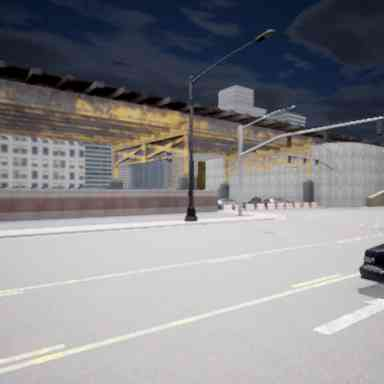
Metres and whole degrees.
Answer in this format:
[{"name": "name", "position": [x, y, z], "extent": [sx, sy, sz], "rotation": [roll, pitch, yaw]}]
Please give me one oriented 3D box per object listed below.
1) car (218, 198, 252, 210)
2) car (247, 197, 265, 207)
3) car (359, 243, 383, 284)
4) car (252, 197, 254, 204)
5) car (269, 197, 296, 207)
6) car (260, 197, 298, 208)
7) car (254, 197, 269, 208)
[{"name": "car", "position": [4.899, 1.330, 42.007], "extent": [4.536, 1.218, 1.853], "rotation": [0, 0, 8]}, {"name": "car", "position": [8.712, 1.335, 44.734], "extent": [1.853, 1.218, 4.536], "rotation": [0, 0, 18]}, {"name": "car", "position": [6.337, 1.559, 8.337], "extent": [5.357, 1.411, 2.033], "rotation": [0, 0, -35]}, {"name": "car", "position": [4.951, 1.487, 42.000], "extent": [4.974, 1.542, 2.038], "rotation": [0, 0, 8]}, {"name": "car", "position": [12.555, 1.341, 48.437], "extent": [4.536, 1.218, 1.853], "rotation": [0, 0, -7]}, {"name": "car", "position": [12.607, 1.499, 48.444], "extent": [4.974, 1.542, 2.038], "rotation": [0, 0, -7]}, {"name": "car", "position": [8.696, 1.493, 44.684], "extent": [2.038, 1.542, 4.974], "rotation": [0, 0, 18]}]
